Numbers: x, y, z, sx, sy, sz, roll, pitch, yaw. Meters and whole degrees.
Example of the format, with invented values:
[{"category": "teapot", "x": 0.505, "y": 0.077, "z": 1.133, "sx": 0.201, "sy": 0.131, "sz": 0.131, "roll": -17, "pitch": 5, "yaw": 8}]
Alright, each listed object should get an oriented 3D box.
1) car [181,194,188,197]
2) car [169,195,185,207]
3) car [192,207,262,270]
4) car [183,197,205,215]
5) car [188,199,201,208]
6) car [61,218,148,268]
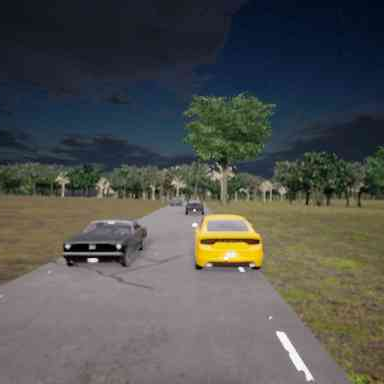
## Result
[{"category": "car", "x": -2.128, "y": 1.566, "z": 86.169, "sx": 2.150, "sy": 2.045, "sz": 5.566, "roll": 0, "pitch": -1, "yaw": 0}, {"category": "car", "x": -2.459, "y": 1.567, "z": 52.342, "sx": 1.837, "sy": 1.490, "sz": 4.892, "roll": 0, "pitch": 0, "yaw": 1}, {"category": "car", "x": 1.041, "y": 1.491, "z": 11.146, "sx": 1.882, "sy": 1.535, "sz": 5.008, "roll": 0, "pitch": 0, "yaw": 0}, {"category": "car", "x": 0.295, "y": 1.514, "z": 34.332, "sx": 1.837, "sy": 1.490, "sz": 4.892, "roll": 0, "pitch": 0, "yaw": 1}, {"category": "car", "x": 0.387, "y": 1.648, "z": 48.721, "sx": 1.895, "sy": 1.301, "sz": 4.718, "roll": 0, "pitch": 0, "yaw": 1}, {"category": "car", "x": -2.769, "y": 1.613, "z": 11.518, "sx": 1.895, "sy": 1.301, "sz": 4.718, "roll": 0, "pitch": 0, "yaw": 0}]
